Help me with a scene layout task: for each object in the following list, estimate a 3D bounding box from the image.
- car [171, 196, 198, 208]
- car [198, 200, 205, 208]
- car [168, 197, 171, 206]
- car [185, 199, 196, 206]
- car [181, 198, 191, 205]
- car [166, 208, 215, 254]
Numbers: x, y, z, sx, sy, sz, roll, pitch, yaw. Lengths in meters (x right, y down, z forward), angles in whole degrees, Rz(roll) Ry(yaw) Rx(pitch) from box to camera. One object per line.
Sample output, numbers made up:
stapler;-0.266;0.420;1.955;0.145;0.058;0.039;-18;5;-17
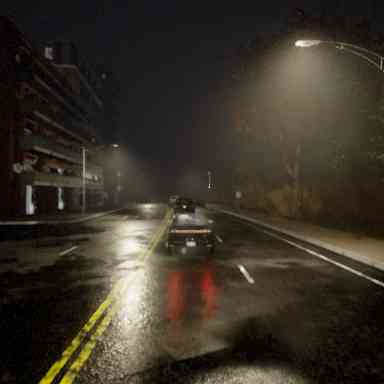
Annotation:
car;-0.859;1.580;34.929;2.150;2.045;5.566;0;-1;-3
car;1.083;2.041;54.676;2.128;1.511;4.902;0;0;-5
car;-3.846;1.943;71.763;2.150;2.045;5.566;0;-1;-6
car;-0.311;2.168;69.371;1.882;1.535;5.008;0;-1;-5
car;-1.434;2.264;79.447;1.882;1.535;5.008;0;-1;-7
car;-0.089;1.639;14.119;2.128;1.511;4.902;0;-1;-1
